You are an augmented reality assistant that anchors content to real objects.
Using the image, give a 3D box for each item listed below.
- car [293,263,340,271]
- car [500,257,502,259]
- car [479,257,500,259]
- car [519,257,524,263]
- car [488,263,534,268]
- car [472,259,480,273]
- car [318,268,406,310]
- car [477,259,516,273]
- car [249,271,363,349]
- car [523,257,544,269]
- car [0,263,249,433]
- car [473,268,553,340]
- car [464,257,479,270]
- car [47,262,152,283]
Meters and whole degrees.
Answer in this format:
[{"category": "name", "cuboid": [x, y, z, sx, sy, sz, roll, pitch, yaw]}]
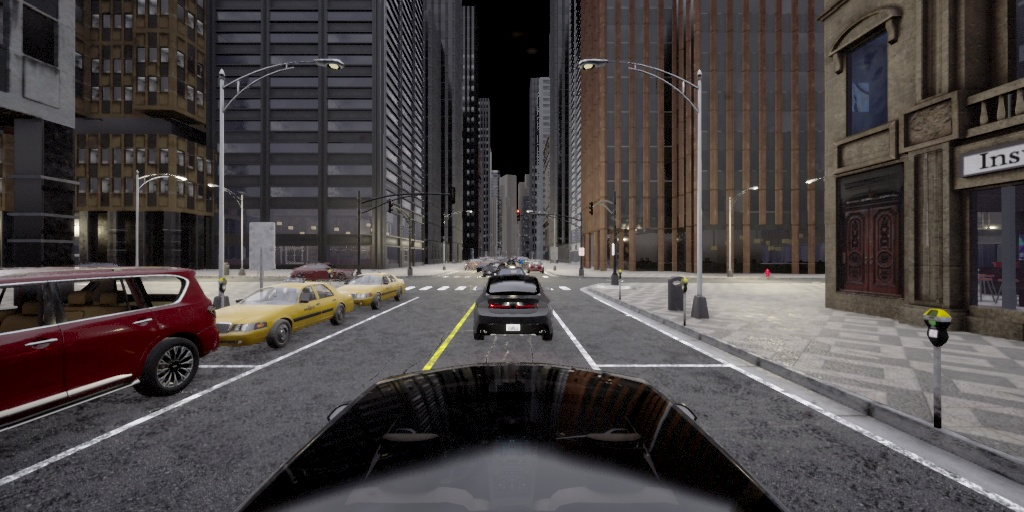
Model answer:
[{"category": "car", "cuboid": [-13.869, 1.234, 26.680, 4.674, 1.442, 1.812, 0, 0, 0]}, {"category": "car", "cuboid": [-3.222, 1.116, 61.974, 2.097, 1.767, 4.553, 0, 0, 0]}, {"category": "car", "cuboid": [-3.213, 1.111, 52.024, 2.097, 1.767, 4.553, 0, 0, 0]}, {"category": "car", "cuboid": [2.620, 1.312, 58.643, 2.007, 1.370, 4.403, 0, 0, 0]}, {"category": "car", "cuboid": [-0.046, 1.298, 20.253, 2.033, 1.411, 5.357, 0, 0, 0]}, {"category": "car", "cuboid": [-3.192, 1.357, 42.330, 1.895, 1.301, 4.718, 0, 0, 0]}, {"category": "car", "cuboid": [-5.795, 1.276, 14.830, 1.751, 1.417, 4.829, 0, 0, 0]}, {"category": "car", "cuboid": [-1.404, 1.283, 34.511, 1.812, 1.442, 4.674, 1, 0, 17]}, {"category": "car", "cuboid": [-5.780, 1.276, 9.229, 1.751, 1.417, 4.829, 0, 0, 0]}, {"category": "car", "cuboid": [2.662, 1.196, 41.816, 1.967, 1.591, 4.097, 0, 0, 0]}, {"category": "car", "cuboid": [-5.767, 1.065, 3.797, 2.192, 1.841, 5.009, 0, 0, 0]}, {"category": "car", "cuboid": [0.036, 1.255, 9.924, 1.837, 1.490, 4.892, 0, 0, 0]}, {"category": "car", "cuboid": [-5.891, 1.199, 52.994, 1.967, 1.591, 4.097, 0, 0, 0]}, {"category": "car", "cuboid": [-30.375, 1.206, 26.537, 5.357, 1.411, 2.033, 0, 0, 0]}]
